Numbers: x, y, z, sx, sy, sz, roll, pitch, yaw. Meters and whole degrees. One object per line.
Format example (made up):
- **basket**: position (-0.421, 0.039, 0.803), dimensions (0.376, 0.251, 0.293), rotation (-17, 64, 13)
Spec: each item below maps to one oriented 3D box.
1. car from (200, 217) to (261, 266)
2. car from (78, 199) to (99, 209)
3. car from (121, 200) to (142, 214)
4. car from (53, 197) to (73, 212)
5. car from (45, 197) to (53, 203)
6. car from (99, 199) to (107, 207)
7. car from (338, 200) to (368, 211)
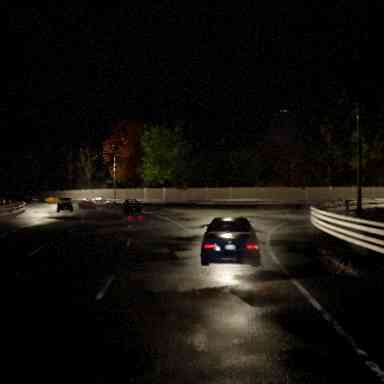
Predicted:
- **car**: position (1.347, 1.588, 11.698), dimensions (2.033, 1.411, 5.357), rotation (0, 0, 7)
- **car**: position (-15.613, 1.814, 49.332), dimensions (1.994, 1.385, 4.181), rotation (0, 0, -27)
- **car**: position (-6.962, 1.664, 37.887), dimensions (2.128, 1.511, 4.902), rotation (0, 0, -19)
- **car**: position (-16.310, 1.719, 42.574), dimensions (2.128, 1.511, 4.902), rotation (0, 0, -23)
- **car**: position (-33.704, 1.917, 80.036), dimensions (5.008, 1.535, 1.882), rotation (0, 0, 44)
- **car**: position (-16.266, 1.886, 57.615), dimensions (1.895, 1.301, 4.718), rotation (0, 0, -31)
- **car**: position (20.169, 1.646, 41.591), dimensions (4.181, 1.385, 1.994), rotation (0, 0, -34)
